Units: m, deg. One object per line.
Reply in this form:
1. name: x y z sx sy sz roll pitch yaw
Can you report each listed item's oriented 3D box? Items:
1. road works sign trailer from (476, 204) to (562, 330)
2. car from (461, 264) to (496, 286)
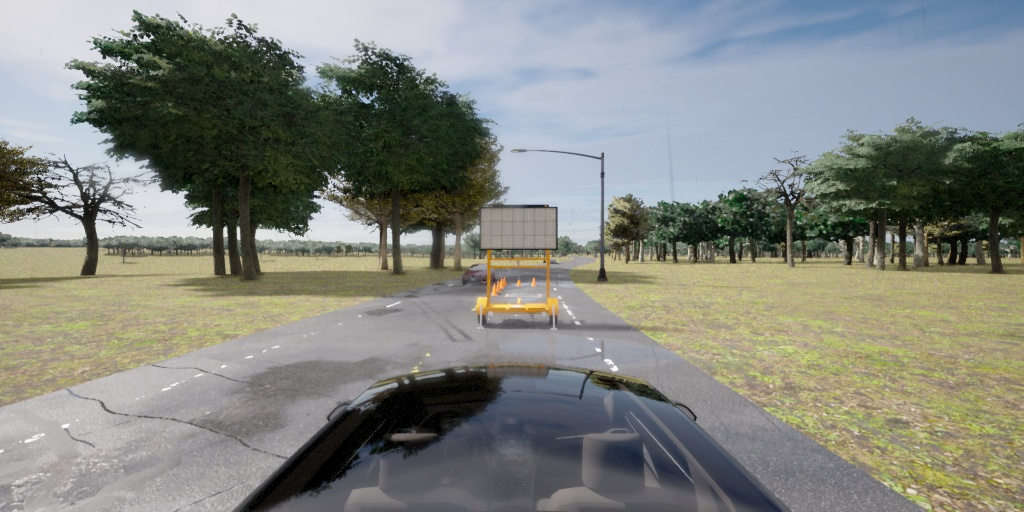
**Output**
1. road works sign trailer: 0.205 0.215 11.159 2.380 3.560 2.880 0 0 3
2. car: -2.310 1.286 25.835 1.812 1.442 4.674 0 0 6
